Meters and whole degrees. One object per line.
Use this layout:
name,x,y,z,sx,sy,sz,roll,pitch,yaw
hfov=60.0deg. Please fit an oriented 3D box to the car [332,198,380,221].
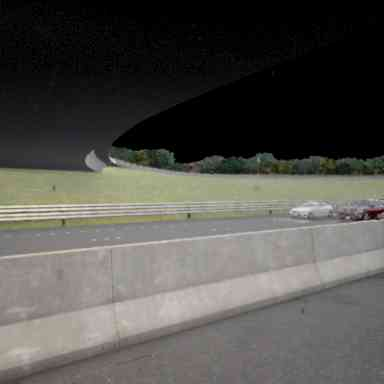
car,13.724,1.391,26.732,4.553,1.767,2.097,0,0,-36

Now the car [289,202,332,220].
car,10.422,1.561,28.681,4.674,1.442,1.812,0,0,-35

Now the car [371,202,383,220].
car,14.680,1.600,23.109,4.181,1.385,1.994,0,0,-36
